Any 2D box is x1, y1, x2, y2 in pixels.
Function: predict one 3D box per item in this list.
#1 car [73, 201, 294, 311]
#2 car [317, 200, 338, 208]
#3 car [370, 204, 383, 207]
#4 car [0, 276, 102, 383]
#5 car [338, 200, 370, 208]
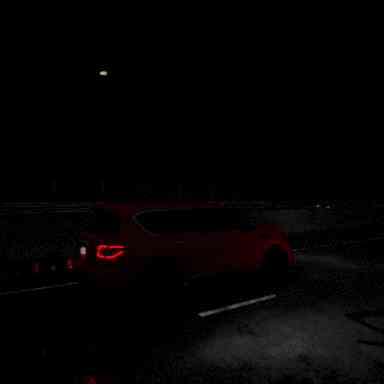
[{"bbox_3d":[0.046,1.249,8.077,5.566,2.045,2.150,0,0,-35],"label":"car"},{"bbox_3d":[17.979,1.795,42.559,4.553,1.767,2.097,1,-1,-35],"label":"car"},{"bbox_3d":[22.270,1.954,37.023,4.892,1.490,1.837,2,-1,-35],"label":"car"},{"bbox_3d":[-3.109,1.483,1.529,4.902,1.511,2.128,0,0,-35],"label":"car"},{"bbox_3d":[20.005,1.921,39.707,5.008,1.535,1.882,1,-1,-35],"label":"car"}]
